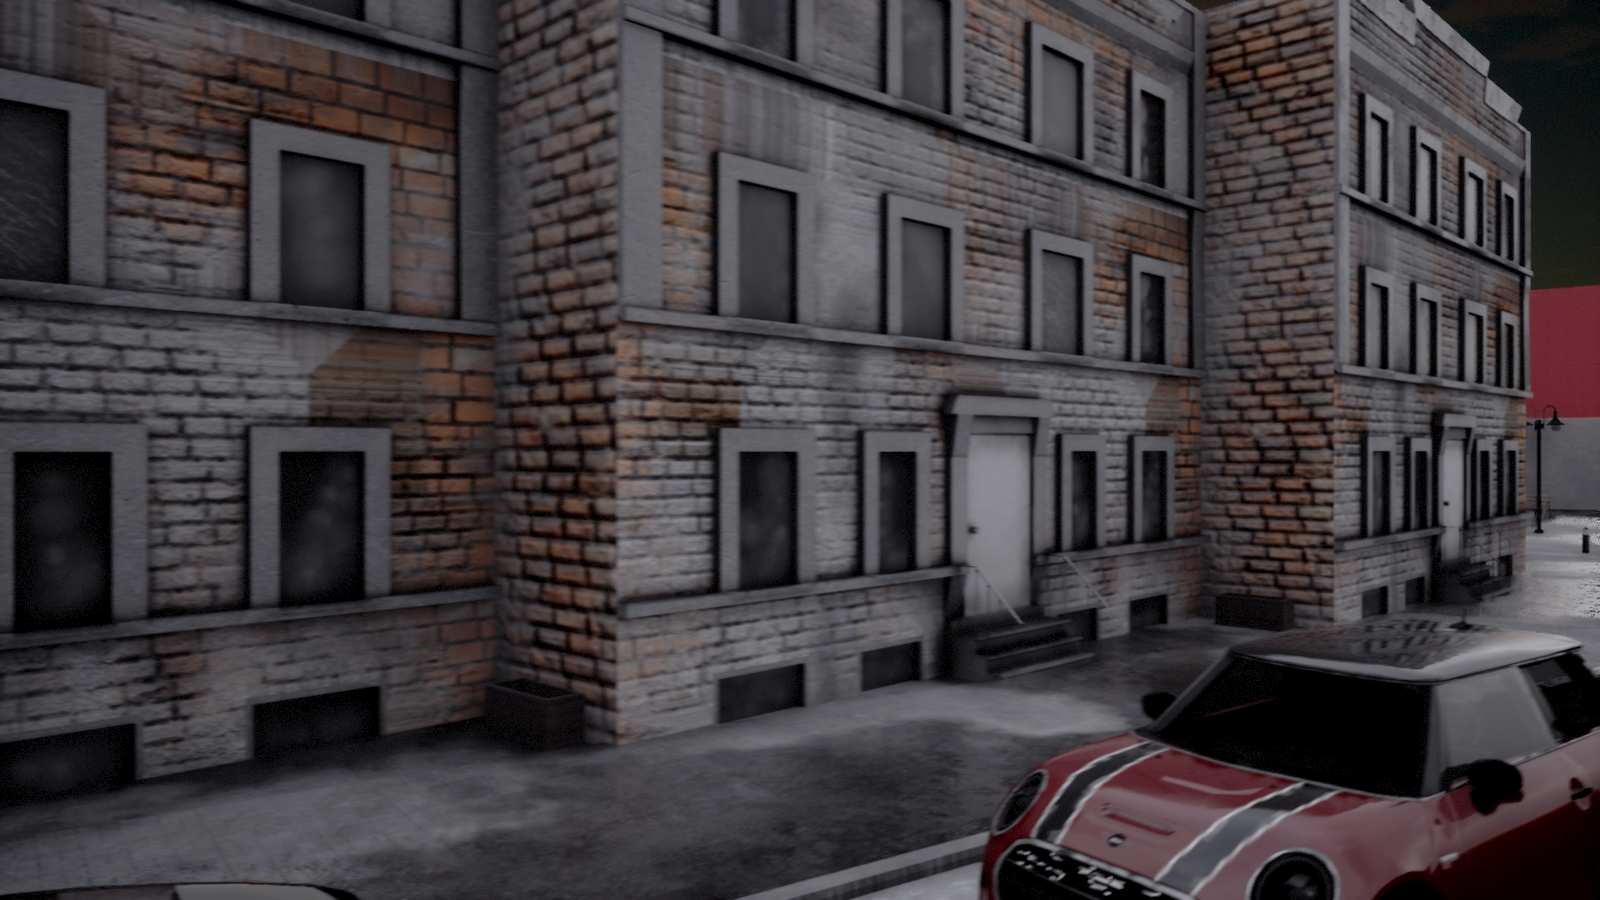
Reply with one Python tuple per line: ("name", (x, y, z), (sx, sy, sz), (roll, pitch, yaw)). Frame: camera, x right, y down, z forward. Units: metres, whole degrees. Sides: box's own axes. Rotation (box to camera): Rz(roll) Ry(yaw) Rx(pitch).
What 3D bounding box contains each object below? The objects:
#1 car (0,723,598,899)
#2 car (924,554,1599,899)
("car", (-2.540, 1.807, 2.541), (3.705, 1.549, 1.789), (0, 0, -36))
("car", (3.132, 1.686, 6.635), (4.553, 1.767, 2.097), (0, 0, -36))
